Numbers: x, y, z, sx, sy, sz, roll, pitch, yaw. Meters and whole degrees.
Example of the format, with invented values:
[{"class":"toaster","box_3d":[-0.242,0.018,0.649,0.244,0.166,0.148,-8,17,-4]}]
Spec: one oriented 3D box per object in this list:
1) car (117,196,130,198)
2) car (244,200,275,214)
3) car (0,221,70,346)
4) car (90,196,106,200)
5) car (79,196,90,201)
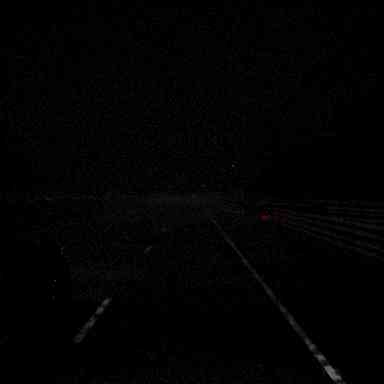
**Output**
[{"class":"car","box_3d":[-17.498,1.815,87.646,1.882,1.535,5.008,0,0,0]},{"class":"car","box_3d":[7.296,1.556,36.285,1.812,1.442,4.674,-2,0,-15]},{"class":"car","box_3d":[-3.399,1.231,3.985,2.150,2.045,5.566,0,0,0]},{"class":"car","box_3d":[-24.498,1.890,87.646,1.994,1.385,4.181,0,0,0]},{"class":"car","box_3d":[-27.998,1.836,87.341,1.837,1.490,4.892,0,0,0]}]
